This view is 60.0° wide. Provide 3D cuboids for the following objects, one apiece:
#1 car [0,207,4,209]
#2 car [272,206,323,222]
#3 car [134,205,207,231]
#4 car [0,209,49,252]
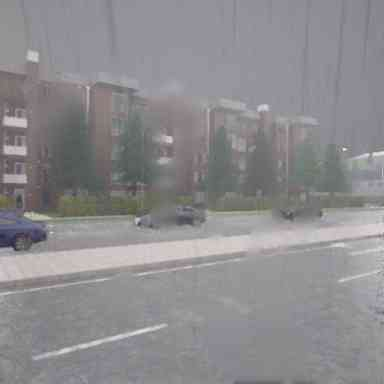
[{"bbox_3d":[-11.935,1.480,18.207,5.008,1.535,1.882,0,0,-35],"label":"car"},{"bbox_3d":[9.051,1.844,28.508,4.718,1.301,1.895,1,0,-35],"label":"car"},{"bbox_3d":[-1.315,1.603,21.370,4.902,1.511,2.128,1,0,-35],"label":"car"},{"bbox_3d":[-7.916,1.529,12.476,4.674,1.442,1.812,1,0,-35],"label":"car"}]
